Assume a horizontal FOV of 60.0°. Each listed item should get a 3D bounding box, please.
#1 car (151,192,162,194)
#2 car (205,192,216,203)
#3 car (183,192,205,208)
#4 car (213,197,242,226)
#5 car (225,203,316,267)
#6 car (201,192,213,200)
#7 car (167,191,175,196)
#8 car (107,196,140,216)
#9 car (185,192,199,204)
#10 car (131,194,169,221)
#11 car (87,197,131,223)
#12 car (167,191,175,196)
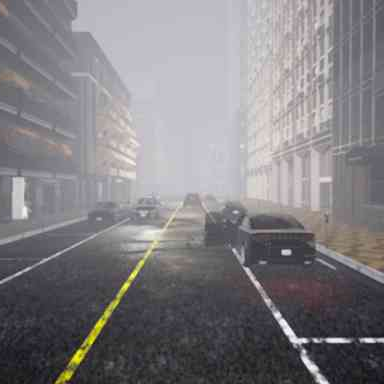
[{"bbox_3d":[-5.684,0.743,50.822,1.967,1.590,4.097,0,1,0],"label":"car"},{"bbox_3d":[2.696,0.848,50.822,1.887,1.381,4.507,0,1,0],"label":"car"},{"bbox_3d":[0.076,0.835,37.347,2.097,1.767,4.553,0,1,0],"label":"car"},{"bbox_3d":[2.693,1.250,22.583,1.947,1.339,4.313,0,1,0],"label":"car"},{"bbox_3d":[2.362,1.324,10.796,1.882,1.535,5.008,0,1,0],"label":"car"},{"bbox_3d":[2.697,0.704,62.119,2.008,1.369,4.403,0,1,0],"label":"car"},{"bbox_3d":[-5.678,0.338,90.360,2.008,1.369,4.403,0,1,0],"label":"car"},{"bbox_3d":[-5.688,1.134,28.062,1.752,1.417,4.829,0,1,0],"label":"car"},{"bbox_3d":[0.018,0.810,48.651,1.882,1.535,5.008,0,1,0],"label":"car"},{"bbox_3d":[-3.096,1.161,23.586,2.128,1.511,4.902,0,1,0],"label":"car"},{"bbox_3d":[-5.689,1.250,22.584,1.947,1.339,4.313,0,1,0],"label":"car"},{"bbox_3d":[-5.680,0.410,84.713,2.008,1.369,4.403,0,1,0],"label":"car"}]
